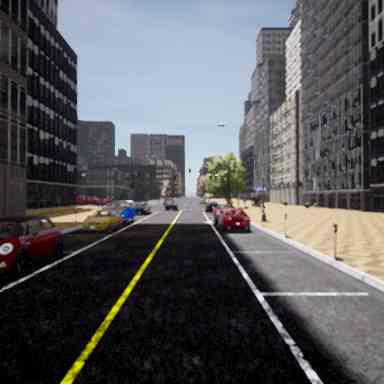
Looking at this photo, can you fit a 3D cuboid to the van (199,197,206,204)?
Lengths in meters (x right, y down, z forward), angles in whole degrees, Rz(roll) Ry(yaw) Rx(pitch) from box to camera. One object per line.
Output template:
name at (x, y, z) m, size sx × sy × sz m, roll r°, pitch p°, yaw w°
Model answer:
van at (2.643, 2.128, 87.383) m, size 1.690 × 1.788 × 3.998 m, roll 0°, pitch -1°, yaw 0°

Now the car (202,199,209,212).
car at (2.668, 1.961, 43.802) m, size 1.947 × 1.339 × 4.313 m, roll 0°, pitch -1°, yaw 0°

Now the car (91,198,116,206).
car at (-17.307, 1.955, 65.270) m, size 4.507 × 1.381 × 1.887 m, roll 1°, pitch -1°, yaw -1°

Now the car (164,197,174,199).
car at (-5.732, 2.268, 76.272) m, size 1.802 × 1.307 × 4.206 m, roll 0°, pitch -1°, yaw 0°

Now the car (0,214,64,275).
car at (-5.693, 1.536, 10.564) m, size 1.967 × 1.590 × 4.097 m, roll 0°, pitch -1°, yaw 0°

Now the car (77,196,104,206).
car at (-17.182, 1.610, 56.898) m, size 5.009 × 1.841 × 2.192 m, roll 1°, pitch -2°, yaw -1°

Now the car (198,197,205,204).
car at (2.645, 2.263, 82.000) m, size 1.752 × 1.417 × 4.829 m, roll 0°, pitch -1°, yaw 0°

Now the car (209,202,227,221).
car at (2.678, 1.686, 27.186) m, size 1.967 × 1.590 × 4.097 m, roll 0°, pitch -1°, yaw 0°

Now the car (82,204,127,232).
car at (-5.700, 1.719, 21.471) m, size 1.752 × 1.417 × 4.829 m, roll 0°, pitch -1°, yaw 0°

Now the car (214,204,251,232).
car at (2.681, 1.741, 21.646) m, size 1.887 × 1.381 × 4.507 m, roll 0°, pitch -1°, yaw 0°

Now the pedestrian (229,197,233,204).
pedestrian at (6.105, 1.610, 51.980) m, size 0.375 × 1.860 × 0.375 m, roll 0°, pitch -1°, yaw 0°

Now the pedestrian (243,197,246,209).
pedestrian at (8.105, 1.630, 51.380) m, size 0.375 × 1.860 × 0.375 m, roll 0°, pitch -1°, yaw 0°

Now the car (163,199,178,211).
car at (-3.029, 2.048, 49.559) m, size 1.895 × 1.301 × 4.718 m, roll 0°, pitch -1°, yaw 0°

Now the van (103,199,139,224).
van at (-5.702, 1.586, 27.182) m, size 1.690 × 1.788 × 3.998 m, roll 0°, pitch -1°, yaw 0°

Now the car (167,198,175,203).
car at (-5.742, 2.387, 92.925) m, size 2.008 × 1.369 × 4.403 m, roll 0°, pitch -1°, yaw 0°

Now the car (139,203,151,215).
car at (-5.709, 1.910, 38.258) m, size 1.947 × 1.339 × 4.313 m, roll 0°, pitch -1°, yaw 0°

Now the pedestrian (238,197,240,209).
pedestrian at (7.105, 1.608, 50.780) m, size 0.375 × 1.860 × 0.375 m, roll 0°, pitch -1°, yaw 0°

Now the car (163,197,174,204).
car at (-5.734, 2.051, 81.825) m, size 2.192 × 1.841 × 5.009 m, roll 0°, pitch -1°, yaw 0°
